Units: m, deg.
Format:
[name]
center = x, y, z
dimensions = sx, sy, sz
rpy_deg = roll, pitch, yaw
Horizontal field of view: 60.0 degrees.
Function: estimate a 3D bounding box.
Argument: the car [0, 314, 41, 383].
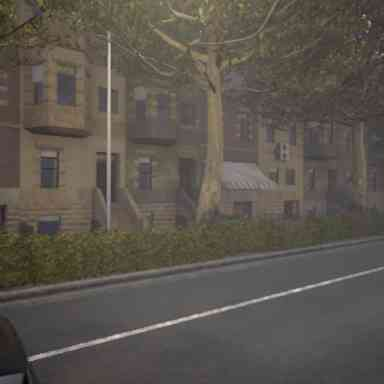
[car]
center = -3.591, 1.539, 1.505
dimensions = 5.357, 1.411, 2.033
rpy_deg = 0, 0, -37
